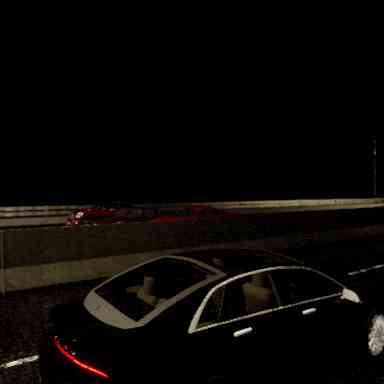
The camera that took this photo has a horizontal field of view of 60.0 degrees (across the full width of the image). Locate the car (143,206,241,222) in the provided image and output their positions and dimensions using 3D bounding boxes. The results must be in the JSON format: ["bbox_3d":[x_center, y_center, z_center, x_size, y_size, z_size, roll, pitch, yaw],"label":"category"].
[{"bbox_3d":[0.306,1.481,16.992,5.008,1.535,1.882,0,0,-35],"label":"car"}]

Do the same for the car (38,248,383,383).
[{"bbox_3d":[0.728,1.505,4.267,4.892,1.490,1.837,0,0,-36],"label":"car"}]

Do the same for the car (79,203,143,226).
[{"bbox_3d":[-3.217,1.548,18.796,5.357,1.411,2.033,0,0,-35],"label":"car"}]

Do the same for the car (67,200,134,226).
[{"bbox_3d":[-5.578,1.351,21.417,4.553,1.767,2.097,0,0,-35],"label":"car"}]
